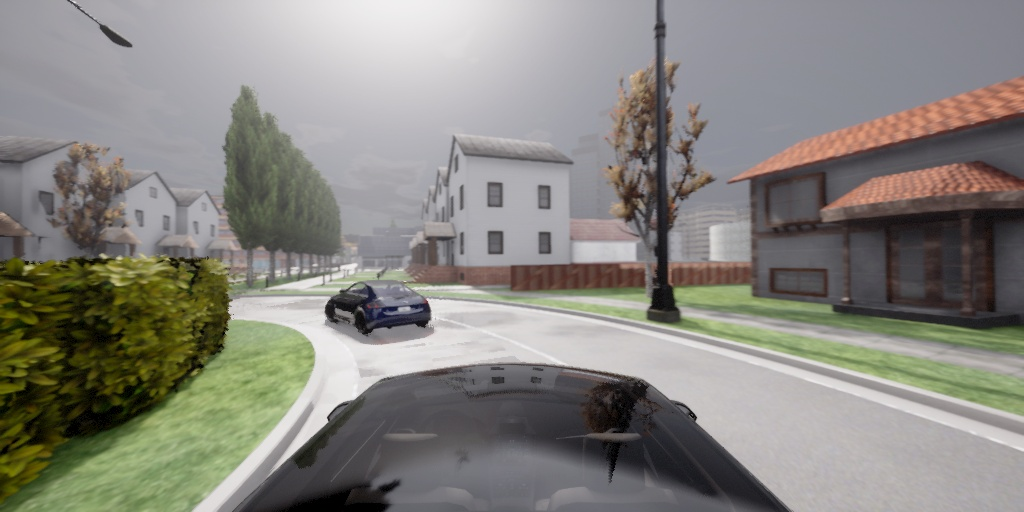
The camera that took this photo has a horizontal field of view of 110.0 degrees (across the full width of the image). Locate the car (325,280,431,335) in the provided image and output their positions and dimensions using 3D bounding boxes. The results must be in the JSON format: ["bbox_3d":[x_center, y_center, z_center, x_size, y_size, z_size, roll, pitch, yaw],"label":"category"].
[{"bbox_3d":[-4.277,1.447,11.242,1.994,1.385,4.181,0,-1,-42],"label":"car"}]
